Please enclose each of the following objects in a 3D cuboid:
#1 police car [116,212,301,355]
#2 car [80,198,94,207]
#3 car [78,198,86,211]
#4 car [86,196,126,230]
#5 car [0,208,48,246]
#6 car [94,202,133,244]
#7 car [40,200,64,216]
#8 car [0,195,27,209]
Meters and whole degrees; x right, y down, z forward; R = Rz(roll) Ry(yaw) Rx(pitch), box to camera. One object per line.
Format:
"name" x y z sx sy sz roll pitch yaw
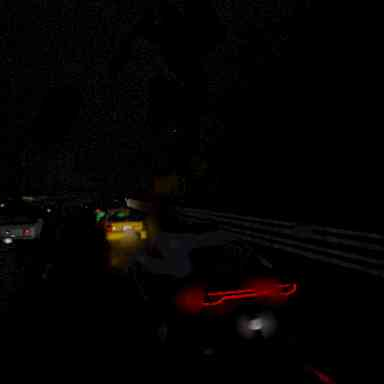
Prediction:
"police car" -0.093 1.427 6.530 1.930 1.638 5.238 0 0 -20
"car" -16.852 1.638 53.401 1.994 1.385 4.181 0 0 -16
"car" -13.147 1.576 41.496 1.812 1.442 4.674 0 0 -17
"car" -5.388 1.243 21.332 2.150 2.045 5.566 0 0 -19
"car" -7.902 1.617 15.095 1.895 1.301 4.718 0 0 -19
"car" -3.481 1.467 15.891 1.801 1.575 5.366 0 0 -20
"car" -14.030 1.568 33.143 1.812 1.442 4.674 0 0 -18
"car" -17.100 1.264 31.250 2.150 2.045 5.566 0 0 -18
